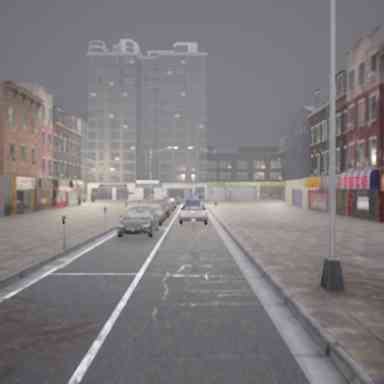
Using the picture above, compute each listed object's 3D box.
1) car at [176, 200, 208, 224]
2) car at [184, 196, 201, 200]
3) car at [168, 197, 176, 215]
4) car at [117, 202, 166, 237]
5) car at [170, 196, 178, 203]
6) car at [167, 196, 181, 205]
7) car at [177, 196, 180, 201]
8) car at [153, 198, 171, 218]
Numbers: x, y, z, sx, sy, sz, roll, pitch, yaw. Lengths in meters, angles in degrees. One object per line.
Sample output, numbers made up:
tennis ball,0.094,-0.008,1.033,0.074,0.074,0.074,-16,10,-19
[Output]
car,0.093,1.450,23.117,1.895,1.301,4.718,0,0,0
car,0.085,1.217,39.986,1.882,1.535,5.008,0,1,0
car,-2.649,1.384,27.926,1.947,1.339,4.313,0,0,0
car,-2.645,1.440,17.022,2.008,1.369,4.403,0,0,0
car,-2.651,1.364,33.378,1.802,1.307,4.206,0,0,0
car,-2.657,1.241,49.734,1.947,1.339,4.313,0,0,0
car,-2.653,1.313,38.830,1.947,1.339,4.313,0,0,0
car,-2.647,1.380,22.304,1.752,1.417,4.829,0,0,0
